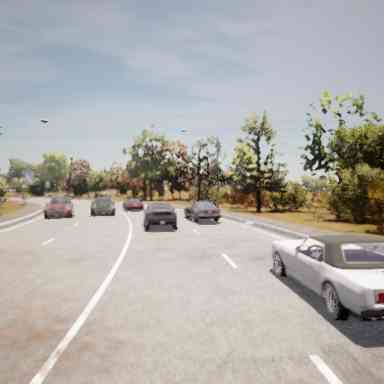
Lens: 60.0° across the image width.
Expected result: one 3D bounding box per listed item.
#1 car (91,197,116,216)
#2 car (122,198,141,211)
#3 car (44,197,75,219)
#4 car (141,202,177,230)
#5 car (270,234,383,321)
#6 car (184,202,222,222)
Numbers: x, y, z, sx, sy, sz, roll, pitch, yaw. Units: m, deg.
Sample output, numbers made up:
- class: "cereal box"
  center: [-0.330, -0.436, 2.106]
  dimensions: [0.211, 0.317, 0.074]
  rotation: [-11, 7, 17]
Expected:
- class: "car"
  center: [-8.102, 1.227, 30.406]
  dimensions: [2.097, 1.767, 4.553]
  rotation: [0, 0, -16]
- class: "car"
  center: [-6.856, 1.403, 38.479]
  dimensions: [1.994, 1.385, 4.181]
  rotation: [0, 0, -19]
- class: "car"
  center: [-11.071, 1.243, 28.002]
  dimensions: [2.097, 1.767, 4.553]
  rotation: [0, 0, -15]
- class: "car"
  center: [-2.042, 1.414, 20.686]
  dimensions: [1.837, 1.490, 4.892]
  rotation: [0, 0, -10]
- class: "car"
  center: [3.220, 1.558, 7.171]
  dimensions: [1.895, 1.301, 4.718]
  rotation: [0, 0, -4]
- class: "car"
  center: [0.683, 1.432, 25.058]
  dimensions: [2.033, 1.411, 5.357]
  rotation: [0, 0, -13]
